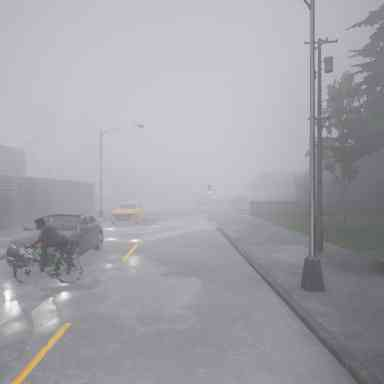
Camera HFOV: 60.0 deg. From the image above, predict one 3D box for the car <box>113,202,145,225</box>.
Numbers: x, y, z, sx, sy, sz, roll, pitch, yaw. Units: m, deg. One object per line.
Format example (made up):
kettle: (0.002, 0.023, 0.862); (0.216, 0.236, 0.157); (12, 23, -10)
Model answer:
car: (-4.617, 1.478, 24.456); (1.882, 1.535, 5.008); (0, 0, -1)

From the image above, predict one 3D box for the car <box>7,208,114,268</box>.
car: (-4.356, 1.491, 11.336); (2.128, 1.511, 4.902); (0, 0, -1)

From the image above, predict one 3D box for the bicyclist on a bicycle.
bicyclist on a bicycle: (-3.492, 1.454, 8.046); (1.656, 1.620, 0.582); (-1, 0, -1)
